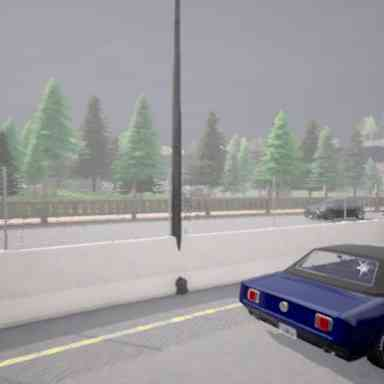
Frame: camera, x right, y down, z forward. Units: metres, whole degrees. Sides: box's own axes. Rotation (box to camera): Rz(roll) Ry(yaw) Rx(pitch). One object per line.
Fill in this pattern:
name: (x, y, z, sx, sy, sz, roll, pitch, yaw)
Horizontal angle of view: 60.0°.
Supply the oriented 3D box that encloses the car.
car: (3.174, 1.567, 5.625, 4.718, 1.301, 1.895, 0, 0, -32)
